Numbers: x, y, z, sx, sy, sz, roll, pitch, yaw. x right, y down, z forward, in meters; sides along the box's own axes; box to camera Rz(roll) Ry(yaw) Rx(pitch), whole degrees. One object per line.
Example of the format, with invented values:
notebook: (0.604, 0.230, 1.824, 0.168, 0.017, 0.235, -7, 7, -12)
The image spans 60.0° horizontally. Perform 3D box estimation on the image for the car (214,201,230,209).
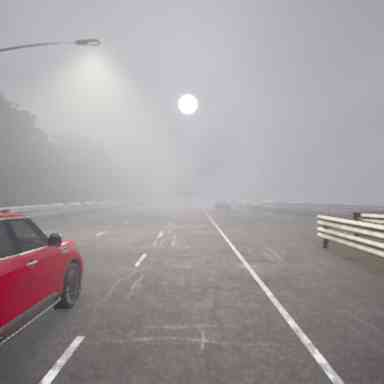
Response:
car: (4.725, 2.049, 53.109, 1.994, 1.385, 4.181, 0, -1, -6)

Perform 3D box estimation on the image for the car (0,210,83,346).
car: (-3.405, 1.258, 4.810, 2.150, 2.045, 5.566, 0, 0, 0)
